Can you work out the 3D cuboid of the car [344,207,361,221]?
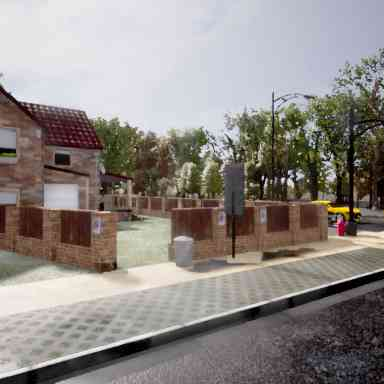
[{"bbox_3d":[10.274,1.423,25.427,1.882,1.535,5.008,0,0,-35],"label":"car"}]

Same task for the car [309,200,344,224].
[{"bbox_3d":[7.784,1.469,23.319,1.812,1.442,4.674,0,0,-35],"label":"car"}]

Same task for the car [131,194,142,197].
[{"bbox_3d":[-11.713,1.233,67.864,1.882,1.535,5.008,0,0,-36],"label":"car"}]

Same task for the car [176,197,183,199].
[{"bbox_3d":[-1.933,1.409,42.588,2.033,1.411,5.357,0,0,-35],"label":"car"}]

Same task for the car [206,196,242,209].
[{"bbox_3d":[4.320,1.367,45.343,2.128,1.511,4.902,0,0,-35],"label":"car"}]

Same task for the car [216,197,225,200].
[{"bbox_3d":[4.235,1.396,33.911,2.128,1.511,4.902,0,0,-35],"label":"car"}]
